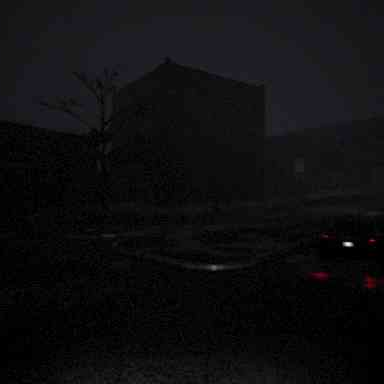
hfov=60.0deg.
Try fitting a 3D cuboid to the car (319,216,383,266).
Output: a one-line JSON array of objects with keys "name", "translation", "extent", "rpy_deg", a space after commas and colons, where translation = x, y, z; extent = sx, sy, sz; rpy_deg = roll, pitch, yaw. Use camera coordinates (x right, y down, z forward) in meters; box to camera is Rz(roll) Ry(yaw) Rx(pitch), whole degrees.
[{"name": "car", "translation": [6.009, 1.527, 11.738], "extent": [1.994, 1.385, 4.181], "rpy_deg": [0, 1, 38]}]

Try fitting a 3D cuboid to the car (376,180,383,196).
[{"name": "car", "translation": [26.956, -0.614, 47.012], "extent": [5.566, 2.045, 2.435], "rpy_deg": [-4, 2, -39]}]

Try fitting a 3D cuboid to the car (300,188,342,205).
[{"name": "car", "translation": [13.892, 0.454, 36.411], "extent": [5.366, 1.575, 1.946], "rpy_deg": [-4, 2, -39]}]

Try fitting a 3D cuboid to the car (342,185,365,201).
[{"name": "car", "translation": [18.179, 0.184, 39.882], "extent": [5.366, 1.575, 1.946], "rpy_deg": [-4, 2, -39]}]

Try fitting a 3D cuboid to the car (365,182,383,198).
[{"name": "car", "translation": [22.461, -0.084, 43.363], "extent": [5.366, 1.575, 1.946], "rpy_deg": [-4, 2, -39]}]
